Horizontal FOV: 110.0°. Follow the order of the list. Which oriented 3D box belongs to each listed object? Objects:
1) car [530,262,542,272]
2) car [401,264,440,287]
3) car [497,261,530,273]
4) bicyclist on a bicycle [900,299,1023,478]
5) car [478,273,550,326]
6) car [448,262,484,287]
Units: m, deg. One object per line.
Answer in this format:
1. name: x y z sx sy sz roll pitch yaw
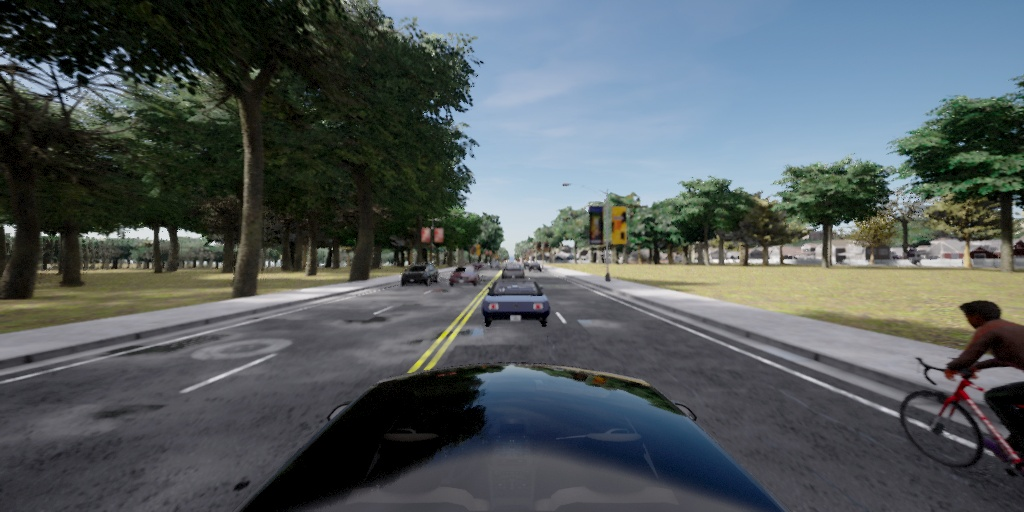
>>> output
1. car: 3.366 1.596 54.318 1.812 1.442 4.674 0 0 0
2. car: -6.589 1.354 26.146 1.882 1.535 5.008 0 0 0
3. car: 0.109 1.389 29.789 2.128 1.511 4.902 0 0 0
4. bicyclist on a bicycle: 4.144 1.209 3.011 0.582 1.620 1.656 0 -1 0
5. car: 0.106 1.401 11.895 1.895 1.301 4.718 0 0 0
6. car: -3.341 1.401 26.063 1.812 1.442 4.674 0 0 0
